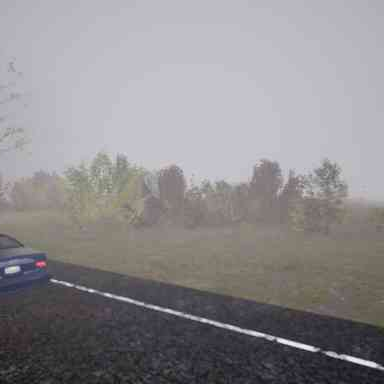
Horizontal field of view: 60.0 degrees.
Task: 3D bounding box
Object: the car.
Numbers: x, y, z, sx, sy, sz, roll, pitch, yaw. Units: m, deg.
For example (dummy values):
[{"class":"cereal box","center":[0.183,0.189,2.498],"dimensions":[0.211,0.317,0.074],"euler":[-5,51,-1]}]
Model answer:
[{"class":"car","center":[-5.531,1.563,7.921],"dimensions":[5.357,1.411,2.033],"euler":[0,0,35]}]
